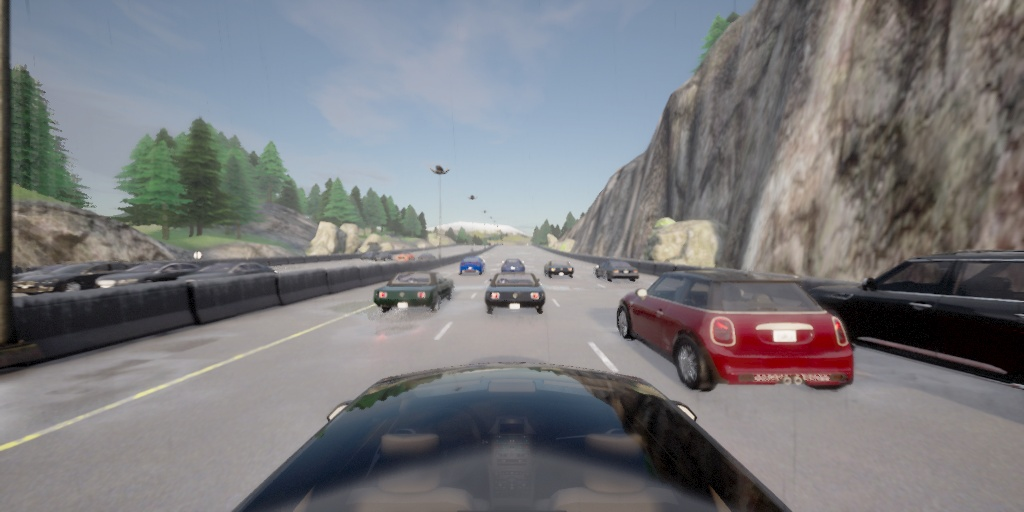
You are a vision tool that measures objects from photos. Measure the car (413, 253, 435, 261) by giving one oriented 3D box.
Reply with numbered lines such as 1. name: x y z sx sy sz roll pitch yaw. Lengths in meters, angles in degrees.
1. car: -14.047 0.178 59.026 2.033 1.411 5.357 0 2 1

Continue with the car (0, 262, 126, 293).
1. car: -24.600 1.090 19.847 1.994 1.385 4.181 0 1 0

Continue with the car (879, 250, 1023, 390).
1. car: 7.093 0.935 5.212 2.150 2.045 5.566 0 0 0

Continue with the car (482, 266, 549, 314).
1. car: 0.098 1.222 13.165 1.895 1.301 4.718 0 1 0

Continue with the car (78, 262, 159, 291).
1. car: -17.601 1.047 17.954 2.128 1.511 4.902 0 1 0

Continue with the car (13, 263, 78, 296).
1. car: -21.101 1.061 17.953 1.837 1.490 4.892 0 1 0

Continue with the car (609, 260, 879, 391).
1. car: 3.586 1.050 6.839 2.097 1.767 4.553 0 1 0

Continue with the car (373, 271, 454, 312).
1. car: -3.401 1.219 13.413 1.895 1.301 4.718 0 1 0

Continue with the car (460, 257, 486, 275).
1. car: -3.405 0.793 31.647 1.882 1.535 5.008 0 1 0

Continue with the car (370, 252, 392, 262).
1. car: -21.047 0.135 59.013 1.837 1.490 4.892 0 2 1

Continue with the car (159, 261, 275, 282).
1. car: -14.101 1.047 17.957 2.128 1.511 4.902 0 1 0

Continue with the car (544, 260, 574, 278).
1. car: 3.596 0.980 28.287 1.895 1.301 4.718 0 1 0

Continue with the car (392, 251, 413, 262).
1. car: -17.552 -0.020 59.099 2.097 1.767 4.553 0 2 0

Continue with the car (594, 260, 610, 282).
1. car: 7.096 0.990 24.828 2.033 1.411 5.357 0 1 0

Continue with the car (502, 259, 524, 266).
1. car: 0.095 0.901 30.474 1.994 1.385 4.181 0 1 0
